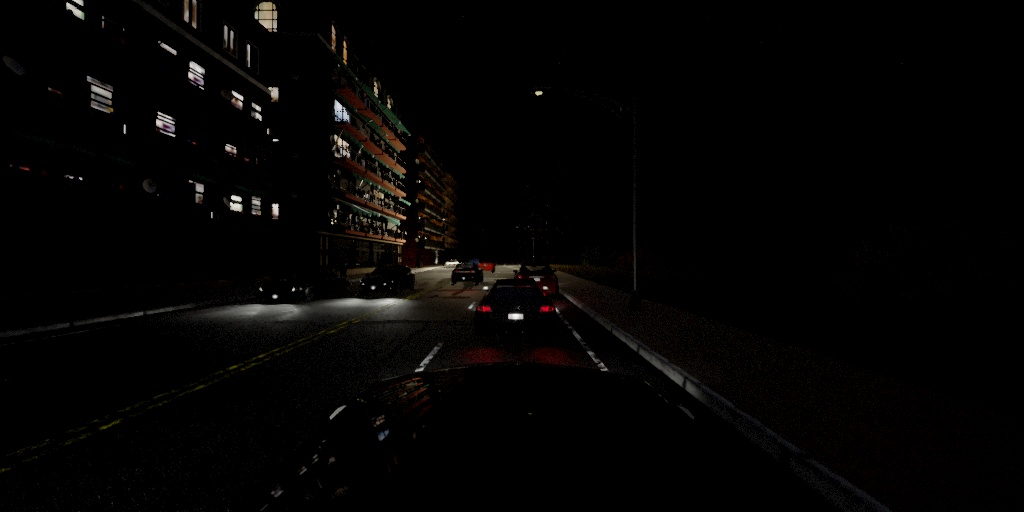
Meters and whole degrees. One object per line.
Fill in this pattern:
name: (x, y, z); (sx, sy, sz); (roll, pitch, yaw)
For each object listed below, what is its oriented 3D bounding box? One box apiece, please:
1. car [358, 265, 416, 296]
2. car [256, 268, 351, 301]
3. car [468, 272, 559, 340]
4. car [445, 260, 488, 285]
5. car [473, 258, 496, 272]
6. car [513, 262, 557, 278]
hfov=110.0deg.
car: (-6.594, 1.257, 19.443); (1.837, 1.490, 4.892); (0, 0, 0)
car: (-9.844, 1.299, 17.551); (2.033, 1.411, 5.357); (0, 0, 0)
car: (0.097, 1.315, 9.983); (1.994, 1.385, 4.181); (0, 0, 0)
car: (-3.141, 1.243, 25.794); (2.128, 1.511, 4.902); (0, 0, 0)
car: (-3.134, 1.107, 44.094); (2.097, 1.767, 4.553); (0, 0, 1)
car: (1.144, 1.103, 18.563); (2.097, 1.767, 4.553); (0, 0, 0)
